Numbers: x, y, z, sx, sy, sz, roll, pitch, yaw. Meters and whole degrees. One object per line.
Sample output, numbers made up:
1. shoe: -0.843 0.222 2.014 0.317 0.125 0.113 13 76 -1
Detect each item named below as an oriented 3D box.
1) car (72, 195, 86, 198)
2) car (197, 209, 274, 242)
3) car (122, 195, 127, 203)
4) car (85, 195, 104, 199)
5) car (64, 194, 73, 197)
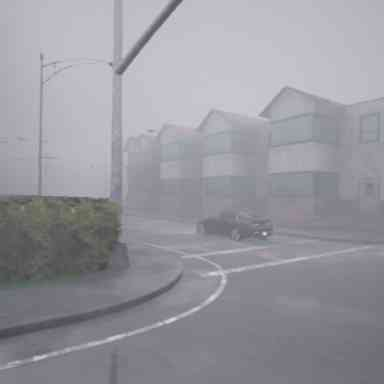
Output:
1. car: -25.095 1.500 79.316 5.027 1.636 2.152 1 -1 -36
2. car: 2.086 1.680 17.369 1.837 1.490 4.892 -1 0 -31
3. car: -13.189 1.738 75.549 4.514 1.523 2.007 1 -1 -36
4. car: -21.038 1.583 74.333 3.806 1.475 1.970 1 -1 -36
5. car: -32.663 1.423 89.632 3.866 1.878 1.905 1 -1 -36
